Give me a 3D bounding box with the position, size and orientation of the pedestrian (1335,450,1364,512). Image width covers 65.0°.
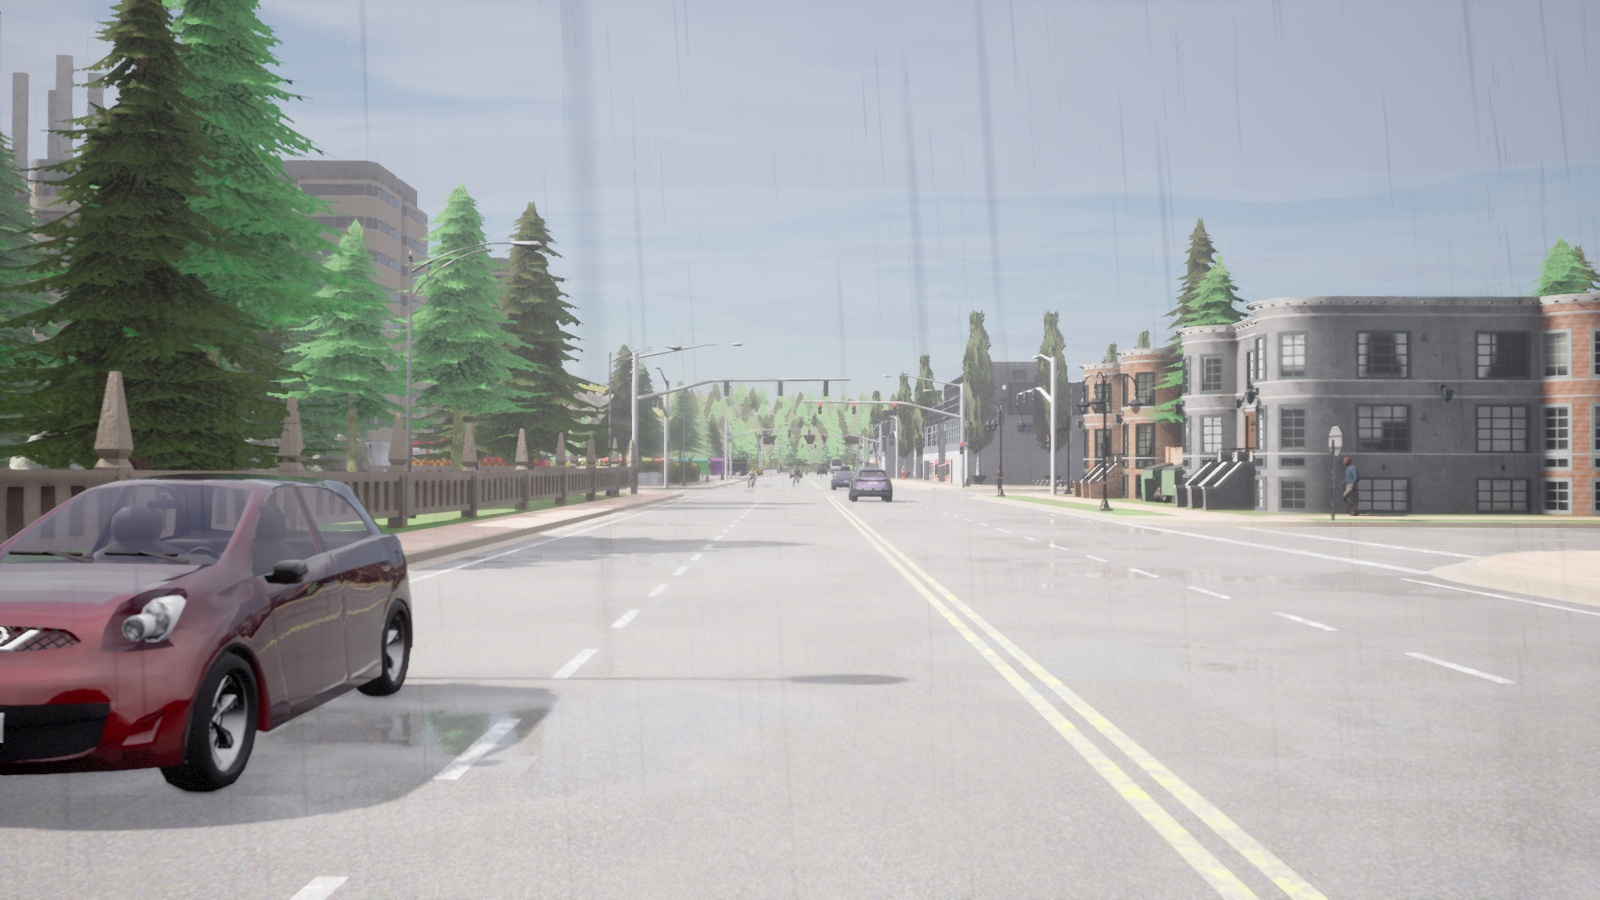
[{"bbox_3d":[16.492,0.925,37.697,0.726,1.835,0.370,0,-1,9],"label":"pedestrian"}]

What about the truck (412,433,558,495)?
[{"bbox_3d":[-19.817,0.886,79.354,8.468,3.827,2.891,0,-1,0],"label":"truck"}]

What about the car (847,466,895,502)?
[{"bbox_3d":[3.364,1.608,60.161,2.033,1.649,4.856,0,-1,0],"label":"car"}]

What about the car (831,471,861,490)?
[{"bbox_3d":[3.294,2.196,91.192,1.994,1.385,4.181,0,-1,0],"label":"car"}]

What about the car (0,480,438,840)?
[{"bbox_3d":[-3.516,0.944,7.193,1.845,1.501,3.633,0,-1,0],"label":"car"}]
